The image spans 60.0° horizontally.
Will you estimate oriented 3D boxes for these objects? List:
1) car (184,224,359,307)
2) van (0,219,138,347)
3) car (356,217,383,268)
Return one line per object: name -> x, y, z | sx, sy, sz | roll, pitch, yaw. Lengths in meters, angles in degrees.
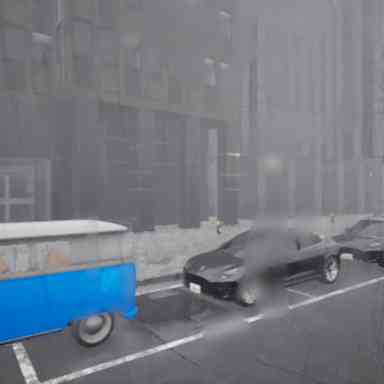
car -> 1.837, 1.558, 7.960 | 4.313, 1.339, 1.947 | 0, 0, -35
van -> -2.753, 1.341, 4.688 | 3.998, 1.788, 1.690 | 0, 0, -35
car -> 6.427, 1.550, 11.232 | 4.313, 1.339, 1.947 | 0, 0, -35
